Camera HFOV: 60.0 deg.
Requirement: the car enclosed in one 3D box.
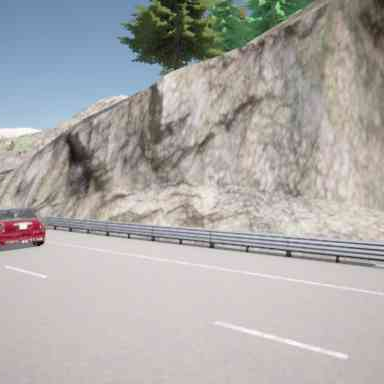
[{"bbox_3d":[-8.225,1.366,14.042,4.553,1.767,2.097,0,0,36],"label":"car"}]
